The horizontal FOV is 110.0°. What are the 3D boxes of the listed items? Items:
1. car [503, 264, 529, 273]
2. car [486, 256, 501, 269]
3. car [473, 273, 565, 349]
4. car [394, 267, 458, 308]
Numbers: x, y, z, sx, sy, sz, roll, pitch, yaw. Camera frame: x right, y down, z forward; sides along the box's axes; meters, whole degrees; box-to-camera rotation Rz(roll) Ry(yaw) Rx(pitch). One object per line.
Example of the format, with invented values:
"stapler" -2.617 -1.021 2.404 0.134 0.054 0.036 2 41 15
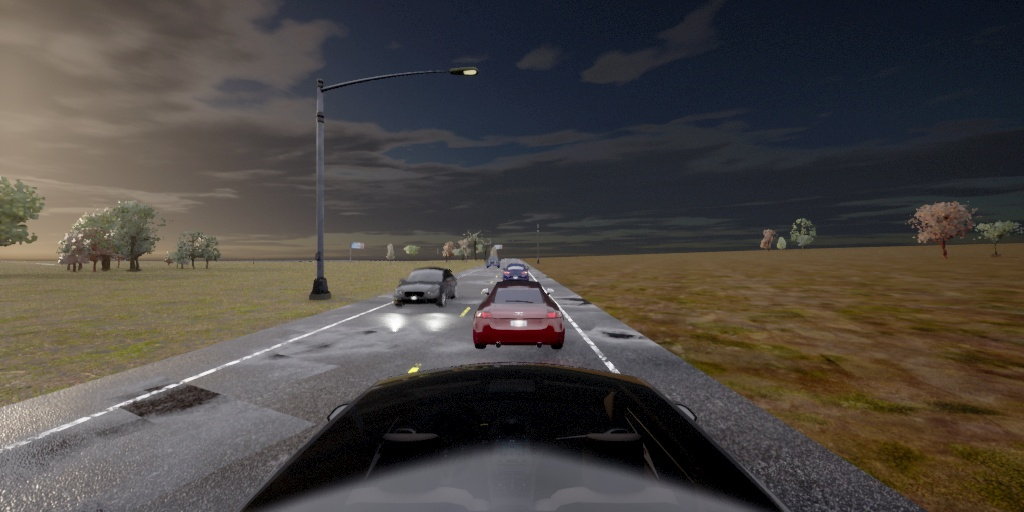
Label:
"car" 0.292 1.281 26.460 1.812 1.442 4.674 0 0 1
"car" -3.060 1.084 59.115 2.150 2.045 5.566 0 0 0
"car" 0.155 1.316 9.169 1.994 1.385 4.181 0 0 1
"car" -3.495 1.258 15.258 1.837 1.490 4.892 0 0 0
